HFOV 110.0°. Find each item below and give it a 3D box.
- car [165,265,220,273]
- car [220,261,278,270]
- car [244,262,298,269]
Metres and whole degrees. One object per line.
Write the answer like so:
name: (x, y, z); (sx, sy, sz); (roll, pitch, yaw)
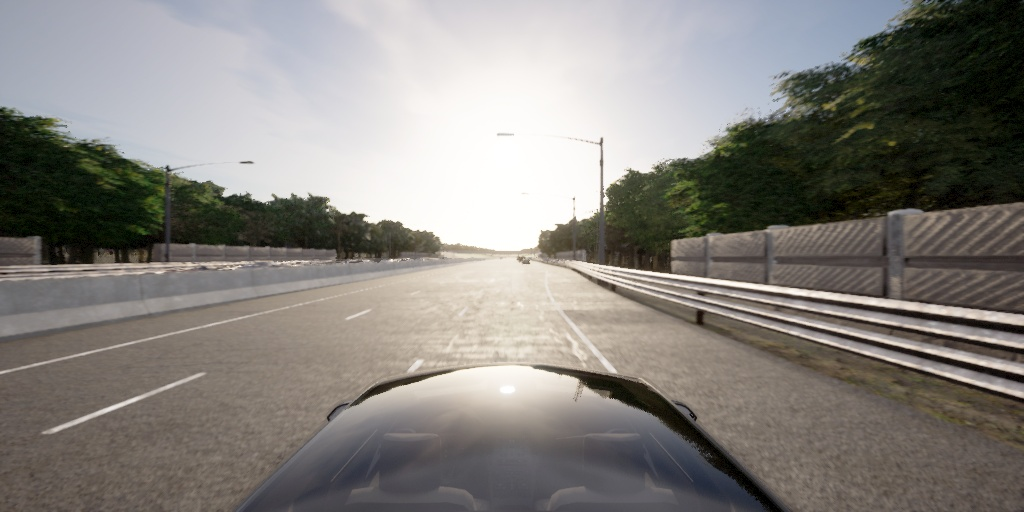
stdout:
car: (-24.576, 1.365, 28.435); (1.895, 1.301, 4.718); (0, 0, 0)
car: (-21.069, 1.258, 29.910); (2.128, 1.511, 4.902); (0, 0, 0)
car: (-17.585, 1.364, 27.394); (1.895, 1.301, 4.718); (0, 0, 0)
